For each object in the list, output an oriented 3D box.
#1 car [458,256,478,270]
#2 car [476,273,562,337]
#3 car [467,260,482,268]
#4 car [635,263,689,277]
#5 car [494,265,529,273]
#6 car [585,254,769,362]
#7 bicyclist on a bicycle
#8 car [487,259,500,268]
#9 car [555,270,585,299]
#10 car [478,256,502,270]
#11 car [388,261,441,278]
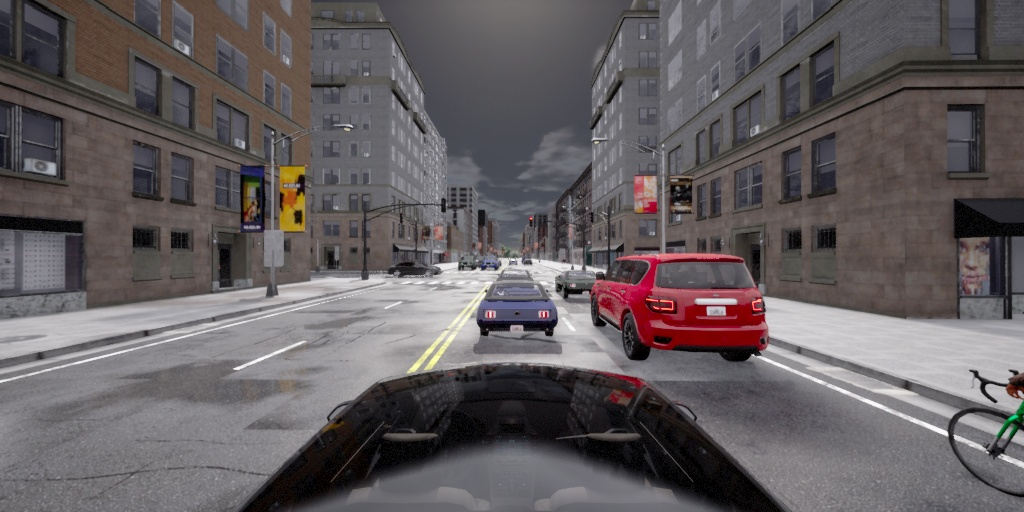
[{"bbox_3d":[-6.420,0.983,52.032,2.150,2.045,5.566,0,0,0],"label":"car"},{"bbox_3d":[0.127,1.351,10.329,1.895,1.301,4.718,0,0,0],"label":"car"},{"bbox_3d":[-6.373,1.326,61.438,1.994,1.385,4.181,0,0,0],"label":"car"},{"bbox_3d":[15.177,1.406,36.461,4.718,1.301,1.895,0,0,0],"label":"car"},{"bbox_3d":[0.157,1.352,19.434,1.895,1.301,4.718,0,0,0],"label":"car"},{"bbox_3d":[3.345,0.972,8.405,2.150,2.045,5.566,0,0,2],"label":"car"},{"bbox_3d":[4.148,1.203,2.595,0.582,1.620,1.656,0,0,0],"label":"bicyclist on a bicycle"},{"bbox_3d":[-3.121,1.288,61.251,1.812,1.442,4.674,0,0,1],"label":"car"},{"bbox_3d":[3.303,1.352,18.173,1.895,1.301,4.718,0,0,0],"label":"car"},{"bbox_3d":[-3.145,0.983,51.734,2.150,2.045,5.566,0,0,2],"label":"car"},{"bbox_3d":[-9.114,1.250,33.685,4.892,1.490,1.837,0,0,0],"label":"car"}]
